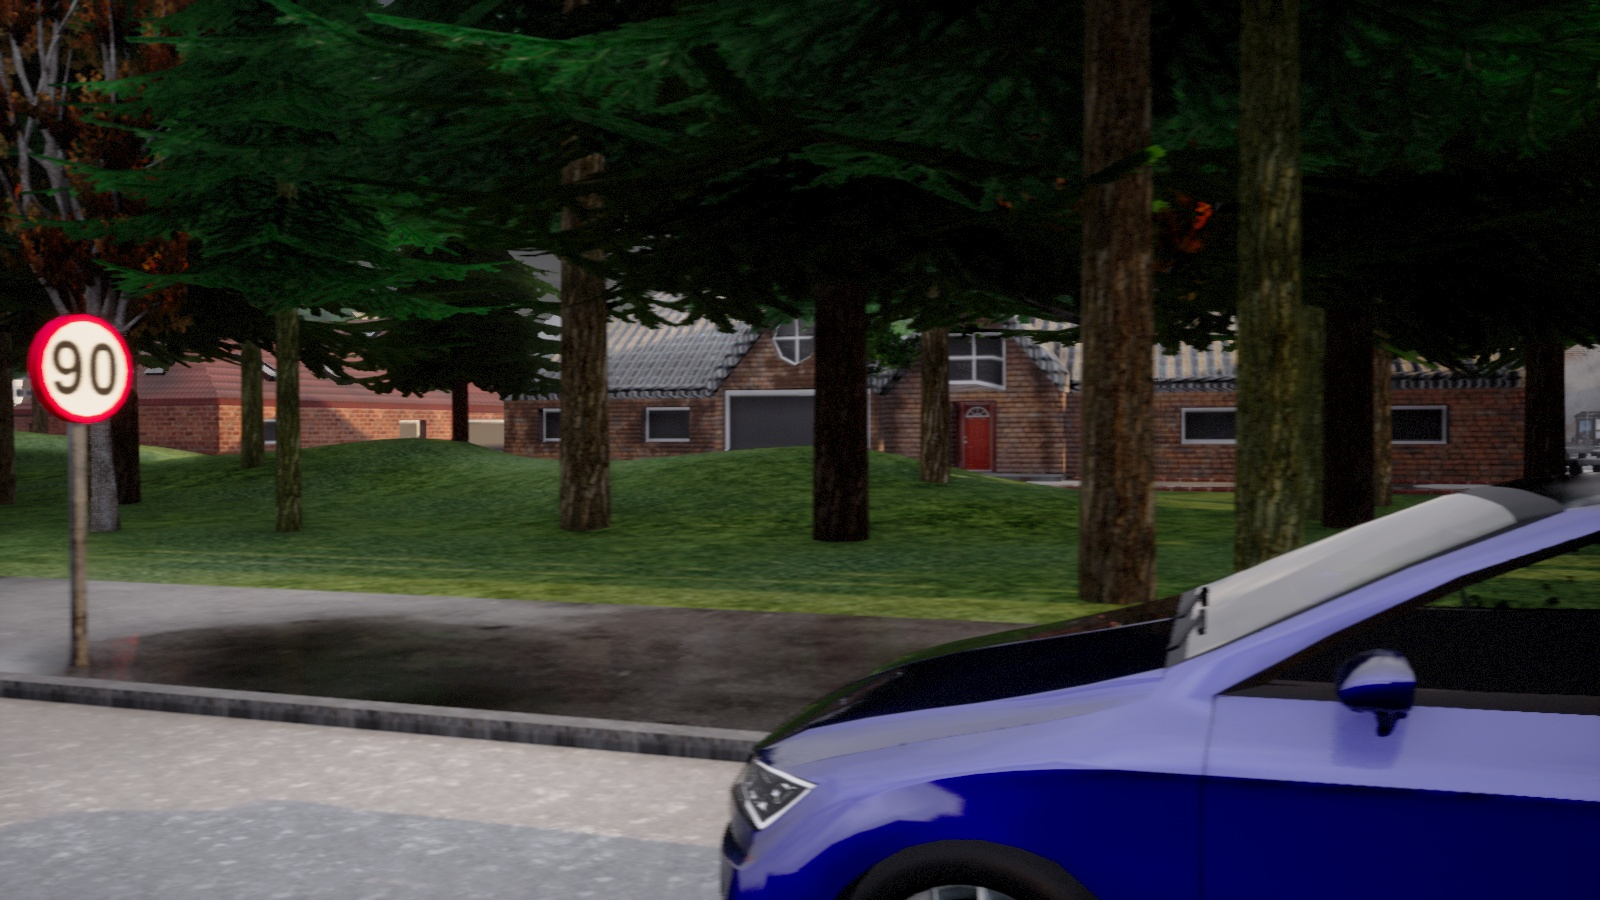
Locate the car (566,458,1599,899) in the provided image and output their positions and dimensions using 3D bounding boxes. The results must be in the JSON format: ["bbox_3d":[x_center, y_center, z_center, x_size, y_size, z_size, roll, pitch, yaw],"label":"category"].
[{"bbox_3d":[1.729,0.796,3.135,4.193,1.474,1.816,1,1,19],"label":"car"}]
